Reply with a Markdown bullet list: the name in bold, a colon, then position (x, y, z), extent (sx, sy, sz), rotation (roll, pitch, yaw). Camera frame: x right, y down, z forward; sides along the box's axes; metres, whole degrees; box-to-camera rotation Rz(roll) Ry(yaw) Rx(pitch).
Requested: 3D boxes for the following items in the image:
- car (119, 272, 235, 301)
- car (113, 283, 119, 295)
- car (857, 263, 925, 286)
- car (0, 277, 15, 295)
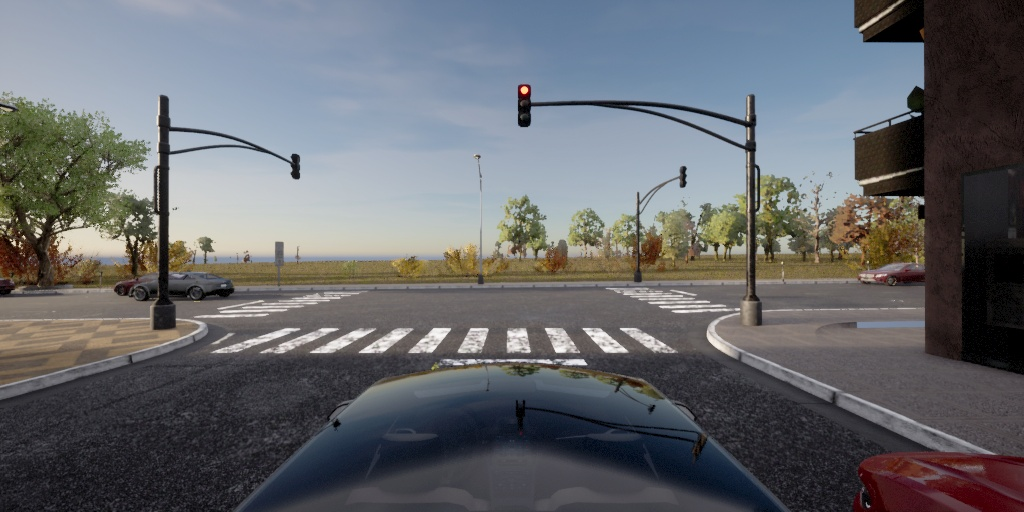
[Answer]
- **car**: position (-16.717, 1.501, 18.275), extent (4.181, 1.385, 1.994), rotation (-1, 0, 0)
- **car**: position (-20.556, 1.574, 20.937), extent (4.207, 1.307, 1.802), rotation (0, 0, 0)
- **car**: position (22.951, 1.055, 21.144), extent (4.207, 1.307, 1.802), rotation (0, 0, 0)
- **car**: position (-31.639, 1.707, 20.815), extent (4.207, 1.307, 1.802), rotation (0, 0, 0)
